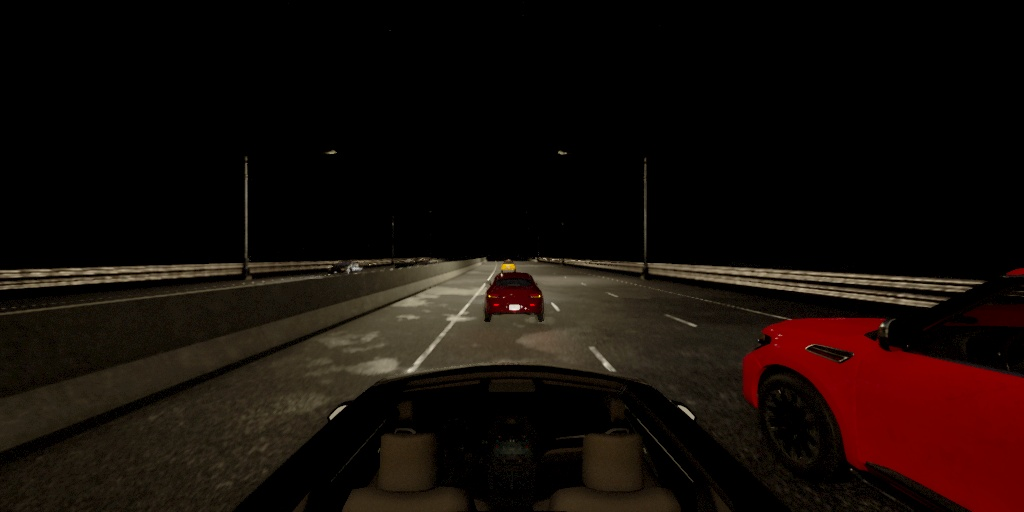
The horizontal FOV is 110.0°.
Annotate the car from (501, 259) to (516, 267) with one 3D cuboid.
[{"bbox_3d":[-0.428,1.195,44.334,1.801,1.575,5.366,0,0,-1],"label":"car"}]

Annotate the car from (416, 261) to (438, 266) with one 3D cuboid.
[{"bbox_3d":[-11.185,1.338,48.967,1.895,1.301,4.718,0,0,-1],"label":"car"}]

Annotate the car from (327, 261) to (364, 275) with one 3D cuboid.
[{"bbox_3d":[-18.000,1.294,39.136,2.033,1.411,5.357,0,0,-1],"label":"car"}]

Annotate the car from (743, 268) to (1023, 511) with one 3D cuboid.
[{"bbox_3d":[3.596,0.970,1.528,2.150,2.045,5.566,0,0,0],"label":"car"}]

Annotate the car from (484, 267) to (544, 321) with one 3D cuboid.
[{"bbox_3d":[0.057,1.275,12.348,1.812,1.442,4.674,0,0,0],"label":"car"}]

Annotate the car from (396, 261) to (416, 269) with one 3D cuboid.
[{"bbox_3d":[-14.706,1.338,50.307,1.895,1.301,4.718,0,0,-1],"label":"car"}]

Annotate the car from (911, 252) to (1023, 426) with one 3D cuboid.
[{"bbox_3d":[7.094,0.970,2.628,2.150,2.045,5.566,0,0,0],"label":"car"}]
